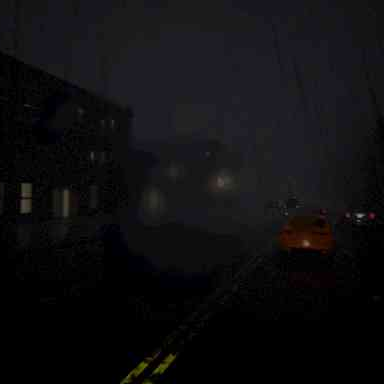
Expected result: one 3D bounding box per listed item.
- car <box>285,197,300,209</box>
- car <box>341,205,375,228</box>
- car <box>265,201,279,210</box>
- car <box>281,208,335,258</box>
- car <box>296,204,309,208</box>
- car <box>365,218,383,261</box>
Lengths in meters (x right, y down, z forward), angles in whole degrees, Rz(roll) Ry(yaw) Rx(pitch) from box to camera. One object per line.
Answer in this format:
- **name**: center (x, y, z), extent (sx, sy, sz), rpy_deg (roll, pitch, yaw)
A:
- **car**: center (16.810, 1.944, 55.527), extent (2.150, 2.045, 5.566), rpy_deg (1, 0, 21)
- **car**: center (12.719, 1.781, 25.680), extent (2.097, 1.767, 4.553), rpy_deg (1, -1, 21)
- **car**: center (13.784, 2.199, 56.731), extent (1.812, 1.442, 4.674), rpy_deg (1, 0, 21)
- **car**: center (4.879, 1.673, 13.938), extent (1.882, 1.535, 5.008), rpy_deg (1, 0, 21)
- **car**: center (9.796, 1.949, 27.141), extent (1.994, 1.385, 4.181), rpy_deg (1, 0, 21)
- **car**: center (7.292, 1.822, 11.156), extent (1.895, 1.301, 4.718), rpy_deg (1, 0, 21)
